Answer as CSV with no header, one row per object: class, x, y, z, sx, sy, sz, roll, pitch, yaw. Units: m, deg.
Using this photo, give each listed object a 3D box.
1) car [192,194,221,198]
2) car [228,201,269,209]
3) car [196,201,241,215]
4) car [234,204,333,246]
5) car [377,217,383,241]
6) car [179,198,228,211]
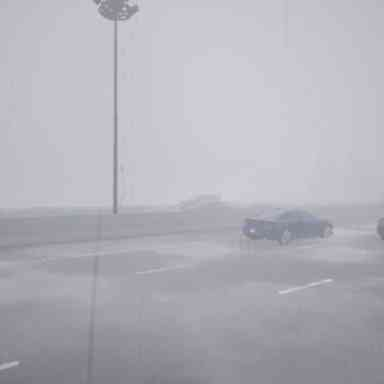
car,1.168,1.282,39.168,5.566,2.045,2.150,1,0,-35
car,5.797,1.649,29.589,4.718,1.301,1.895,0,0,-35
car,2.953,1.656,36.145,4.718,1.301,1.895,0,0,-35
car,4.605,1.504,15.636,5.008,1.535,1.882,0,0,-36
car,10.582,1.523,15.606,4.902,1.511,2.128,0,0,-36
car,1.532,1.553,30.862,4.892,1.490,1.837,1,0,-35
